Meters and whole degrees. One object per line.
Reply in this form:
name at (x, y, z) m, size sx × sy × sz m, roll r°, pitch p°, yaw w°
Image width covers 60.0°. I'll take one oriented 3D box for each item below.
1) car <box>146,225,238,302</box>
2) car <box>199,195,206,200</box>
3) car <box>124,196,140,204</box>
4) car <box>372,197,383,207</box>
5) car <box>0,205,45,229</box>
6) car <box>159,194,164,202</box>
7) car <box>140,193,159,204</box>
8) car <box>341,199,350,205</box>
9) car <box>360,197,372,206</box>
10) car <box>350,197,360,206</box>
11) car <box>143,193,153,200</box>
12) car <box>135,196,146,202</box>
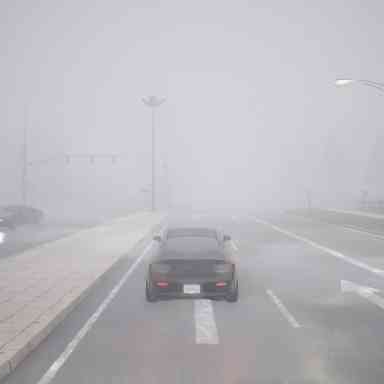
car at (0.000, 1.526, 8.106) m, size 1.812 × 1.442 × 4.674 m, roll 0°, pitch 0°, yaw 0°
car at (3.020, 1.595, 94.837) m, size 1.895 × 1.301 × 4.718 m, roll 0°, pitch 0°, yaw -1°
car at (-11.585, 1.525, 62.962) m, size 1.812 × 1.442 × 4.674 m, roll 0°, pitch 0°, yaw 0°
car at (27.503, 1.352, 44.867) m, size 4.553 × 1.767 × 2.097 m, roll 0°, pitch 0°, yaw 0°
car at (-11.561, 1.547, 21.660) m, size 2.033 × 1.411 × 5.357 m, roll 0°, pitch 0°, yaw 1°
car at (-8.207, 1.478, 76.980) m, size 1.882 × 1.535 × 5.008 m, roll 0°, pitch 0°, yaw -1°
car at (-8.092, 1.351, 63.206) m, size 2.097 × 1.767 × 4.553 m, roll 0°, pitch 0°, yaw 0°
car at (27.186, 1.564, 55.362) m, size 4.181 × 1.385 × 1.994 m, roll 0°, pitch 0°, yaw -1°
car at (27.601, 1.601, 48.364) m, size 4.718 × 1.301 × 1.895 m, roll 0°, pitch 0°, yaw 0°
car at (27.775, 1.526, 51.864) m, size 4.674 × 1.442 × 1.812 m, roll 0°, pitch 0°, yaw 0°
car at (-11.925, 1.225, 91.158) m, size 2.150 × 2.045 × 5.566 m, roll 0°, pitch 0°, yaw -1°
car at (-11.694, 1.553, 76.117) m, size 1.994 × 1.385 × 4.181 m, roll 0°, pitch 0°, yaw -1°
